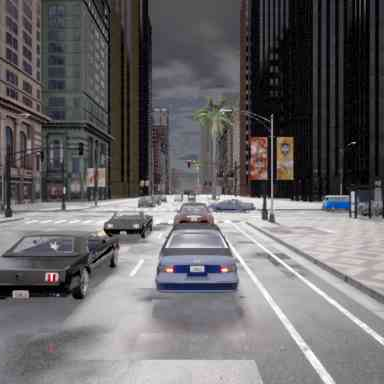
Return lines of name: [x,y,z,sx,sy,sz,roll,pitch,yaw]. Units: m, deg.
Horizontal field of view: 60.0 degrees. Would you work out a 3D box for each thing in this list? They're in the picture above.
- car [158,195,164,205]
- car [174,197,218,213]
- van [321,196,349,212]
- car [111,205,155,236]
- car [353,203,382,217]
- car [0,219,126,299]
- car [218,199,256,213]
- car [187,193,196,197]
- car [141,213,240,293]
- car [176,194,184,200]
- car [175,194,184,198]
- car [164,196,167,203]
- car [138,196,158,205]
car: [-6.609,1.507,59.463,1.837,1.490,4.892,0,0,0]
car: [0.109,1.351,18.435,2.097,1.767,4.553,0,0,0]
van: [17.043,1.314,38.172,3.998,1.788,1.690,0,0,0]
car: [-3.165,1.600,17.530,1.895,1.301,4.718,0,0,0]
car: [17.053,1.549,29.648,4.403,1.369,2.008,0,0,0]
car: [-3.154,1.600,8.362,1.895,1.301,4.718,0,0,0]
car: [4.300,1.538,36.990,5.357,1.411,2.033,0,0,22]
car: [-0.050,1.536,80.432,2.033,1.411,5.357,0,0,0]
car: [0.097,1.547,8.991,2.033,1.411,5.357,0,0,0]
car: [-3.306,1.315,90.433,1.882,1.535,5.008,0,0,0]
car: [-3.300,1.520,80.429,1.812,1.442,4.674,0,0,0]
car: [-6.546,1.481,72.615,1.882,1.535,5.008,0,0,0]
car: [-6.621,1.353,48.840,2.097,1.767,4.553,0,0,0]
